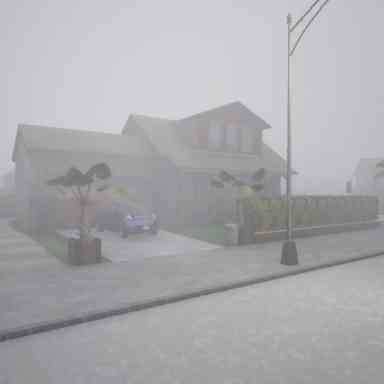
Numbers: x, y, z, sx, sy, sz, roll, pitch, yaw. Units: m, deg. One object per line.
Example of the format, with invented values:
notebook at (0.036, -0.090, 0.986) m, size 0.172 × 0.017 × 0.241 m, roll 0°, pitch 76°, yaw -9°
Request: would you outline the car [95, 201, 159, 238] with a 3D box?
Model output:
car at (-3.024, 1.174, 15.291) m, size 1.845 × 1.501 × 3.633 m, roll 0°, pitch 0°, yaw -38°
